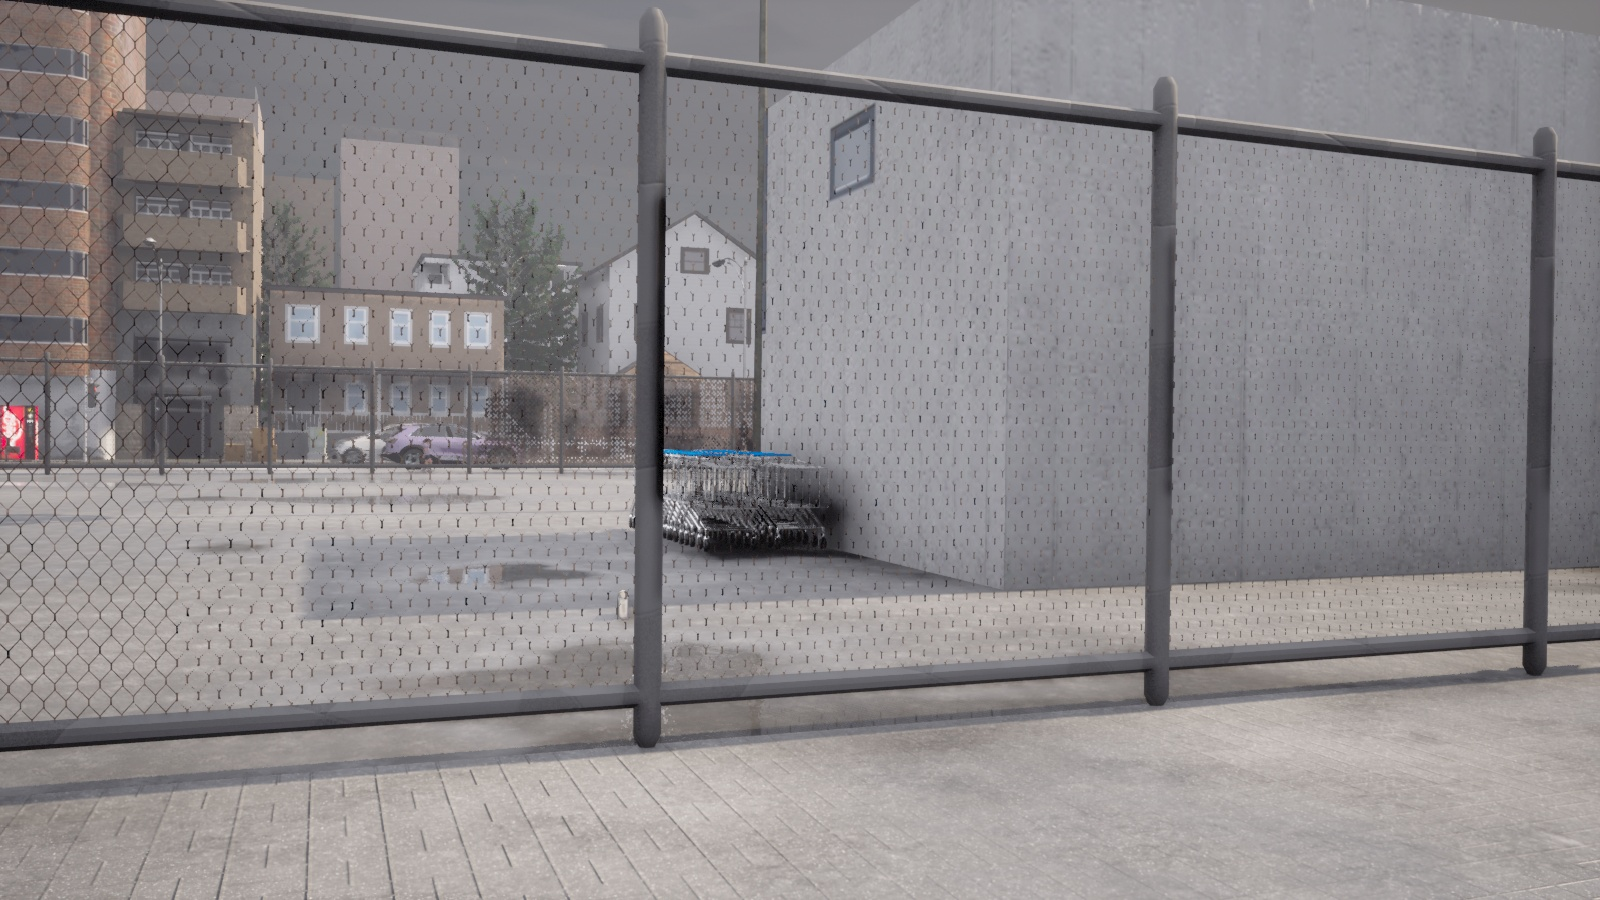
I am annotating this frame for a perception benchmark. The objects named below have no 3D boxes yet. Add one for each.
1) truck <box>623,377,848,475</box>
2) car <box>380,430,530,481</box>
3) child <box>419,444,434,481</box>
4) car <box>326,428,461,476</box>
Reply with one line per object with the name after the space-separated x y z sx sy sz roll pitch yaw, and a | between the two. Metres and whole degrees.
-2.431 -0.924 47.105 7.936 3.462 2.891 -1 1 -18 | truck
-11.962 0.150 43.462 4.856 1.649 2.033 -1 1 -19 | car
-11.333 0.390 38.107 0.394 1.110 0.255 -1 1 -28 | child
-15.076 0.048 46.517 4.611 1.667 2.242 -1 1 -21 | car
